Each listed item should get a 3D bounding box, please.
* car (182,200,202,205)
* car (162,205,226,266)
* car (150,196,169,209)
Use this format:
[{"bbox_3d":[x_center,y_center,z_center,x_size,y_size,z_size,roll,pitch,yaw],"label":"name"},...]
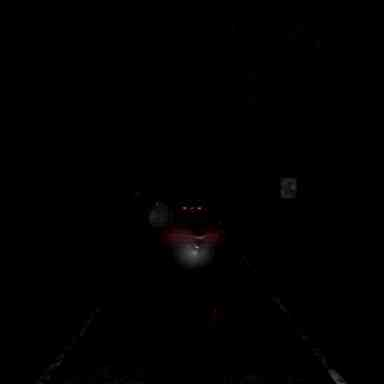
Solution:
[{"bbox_3d":[0.000,1.378,30.158,1.895,1.301,4.718,0,1,0],"label":"car"},{"bbox_3d":[0.047,1.429,11.301,2.128,1.511,4.902,0,0,0],"label":"car"},{"bbox_3d":[-3.714,1.174,38.506,2.128,1.511,4.902,0,1,0],"label":"car"}]
